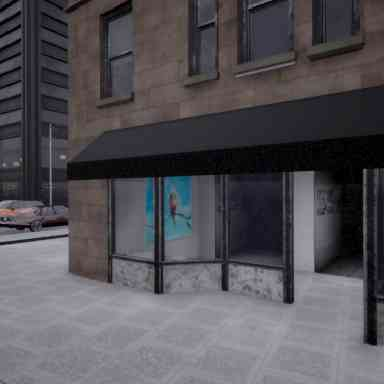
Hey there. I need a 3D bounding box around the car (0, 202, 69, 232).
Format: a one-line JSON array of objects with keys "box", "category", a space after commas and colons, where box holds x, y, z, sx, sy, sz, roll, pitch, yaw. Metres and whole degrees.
[{"box": [-8.451, 1.491, 19.765, 2.033, 1.411, 5.357, 0, 0, 35], "category": "car"}]

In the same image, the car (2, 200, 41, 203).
[{"box": [-11.369, 1.311, 21.013, 2.097, 1.767, 4.553, 0, 0, 35], "category": "car"}]
